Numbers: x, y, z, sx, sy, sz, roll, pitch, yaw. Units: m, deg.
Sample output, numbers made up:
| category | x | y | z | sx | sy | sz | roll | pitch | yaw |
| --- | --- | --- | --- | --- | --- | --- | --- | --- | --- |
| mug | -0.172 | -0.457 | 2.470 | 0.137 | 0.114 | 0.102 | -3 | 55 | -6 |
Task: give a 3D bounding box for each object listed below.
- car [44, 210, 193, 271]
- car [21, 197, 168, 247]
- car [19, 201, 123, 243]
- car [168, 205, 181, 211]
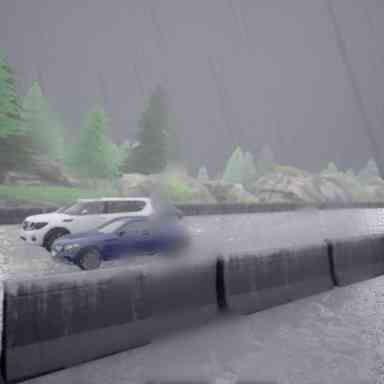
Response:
| category | x | y | z | sx | sy | sz | roll | pitch | yaw |
| --- | --- | --- | --- | --- | --- | --- | --- | --- | --- |
| car | -2.135 | 1.541 | 11.065 | 4.674 | 1.442 | 1.812 | 0 | 0 | -35 |
| car | -4.047 | 1.238 | 14.000 | 5.566 | 2.045 | 2.150 | 0 | 0 | -35 |
| car | -6.056 | 1.369 | 16.865 | 4.553 | 1.767 | 2.097 | 0 | 0 | -35 |
| car | -2.790 | 1.564 | 23.494 | 4.674 | 1.442 | 1.812 | 0 | 0 | -35 |
